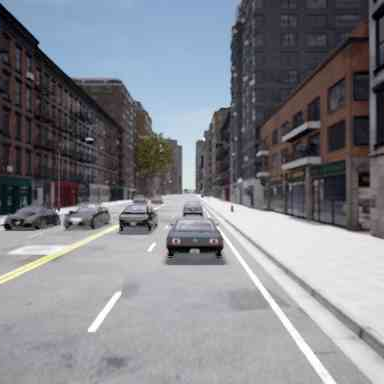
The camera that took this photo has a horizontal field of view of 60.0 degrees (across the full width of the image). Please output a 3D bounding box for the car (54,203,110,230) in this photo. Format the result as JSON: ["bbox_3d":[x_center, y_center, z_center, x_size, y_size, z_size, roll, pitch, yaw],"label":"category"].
[{"bbox_3d":[-6.605,1.485,21.307,2.128,1.511,4.902,0,0,0],"label":"car"}]

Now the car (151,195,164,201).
[{"bbox_3d":[-6.543,1.374,62.455,2.097,1.767,4.553,0,0,0],"label":"car"}]

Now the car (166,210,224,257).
[{"bbox_3d":[0.095,1.596,12.809,1.895,1.301,4.718,0,0,0],"label":"car"}]

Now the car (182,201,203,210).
[{"bbox_3d":[0.088,1.542,30.647,2.033,1.411,5.357,0,0,0],"label":"car"}]

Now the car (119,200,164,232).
[{"bbox_3d":[-3.158,1.485,20.300,2.128,1.511,4.902,0,0,0],"label":"car"}]

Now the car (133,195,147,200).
[{"bbox_3d":[-9.792,1.374,62.455,2.097,1.767,4.553,0,0,0],"label":"car"}]

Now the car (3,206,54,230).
[{"bbox_3d":[-9.856,1.558,20.783,1.994,1.385,4.181,0,0,0],"label":"car"}]
